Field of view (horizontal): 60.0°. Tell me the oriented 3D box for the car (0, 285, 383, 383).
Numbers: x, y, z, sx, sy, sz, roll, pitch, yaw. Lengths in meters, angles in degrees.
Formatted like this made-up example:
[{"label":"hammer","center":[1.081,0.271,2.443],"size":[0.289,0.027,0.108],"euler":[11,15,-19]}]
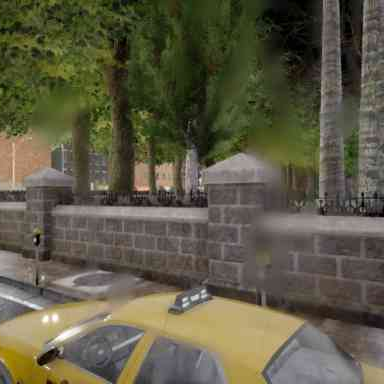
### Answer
[{"label":"car","center":[-0.221,1.526,2.976],"size":[4.829,1.417,1.752],"euler":[0,-1,35]}]
